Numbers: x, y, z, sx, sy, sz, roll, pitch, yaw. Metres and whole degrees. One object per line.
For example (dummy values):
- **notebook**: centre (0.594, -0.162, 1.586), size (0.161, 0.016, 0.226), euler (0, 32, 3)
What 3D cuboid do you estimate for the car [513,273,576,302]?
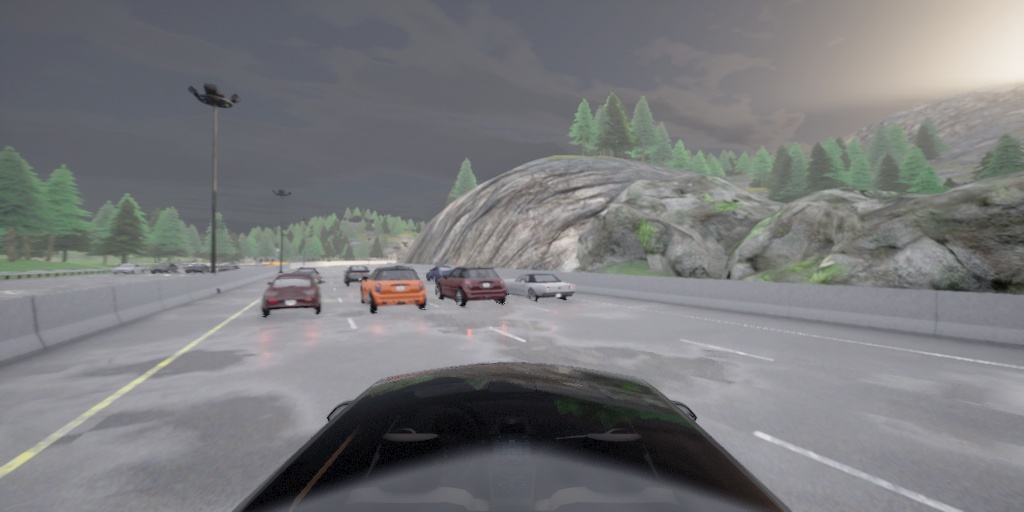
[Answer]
- **car**: centre (1.098, 1.534, 18.404), size (1.895, 1.301, 4.718), euler (0, -1, -28)

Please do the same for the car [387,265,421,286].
- **car**: centre (-9.196, 1.557, 30.188), size (1.837, 1.490, 4.892), euler (0, 0, -28)

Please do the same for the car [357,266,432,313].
- **car**: centre (-5.146, 1.243, 15.248), size (2.097, 1.767, 4.553), euler (0, -1, -28)

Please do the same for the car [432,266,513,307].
- **car**: centre (-2.063, 1.264, 16.903), size (2.097, 1.767, 4.553), euler (0, -1, -28)

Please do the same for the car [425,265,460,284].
- **car**: centre (-6.295, 1.600, 32.192), size (1.812, 1.442, 4.674), euler (0, 0, -28)

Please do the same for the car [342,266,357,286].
- **car**: centre (-12.279, 1.521, 28.531), size (2.128, 1.511, 4.902), euler (0, -1, -28)

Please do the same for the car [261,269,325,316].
- **car**: centre (-8.451, 1.400, 14.008), size (1.812, 1.442, 4.674), euler (0, 0, -28)
